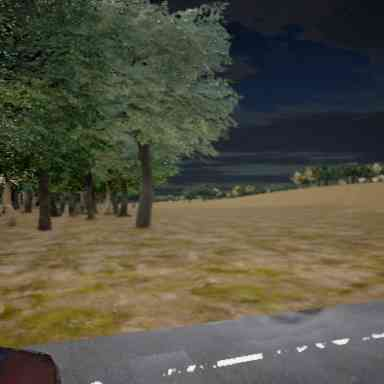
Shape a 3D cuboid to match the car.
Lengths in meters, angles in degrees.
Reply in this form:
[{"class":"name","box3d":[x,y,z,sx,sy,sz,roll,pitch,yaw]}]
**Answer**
[{"class":"car","box3d":[-2.895,1.643,1.811,4.181,1.385,1.994,0,-2,-18]}]
